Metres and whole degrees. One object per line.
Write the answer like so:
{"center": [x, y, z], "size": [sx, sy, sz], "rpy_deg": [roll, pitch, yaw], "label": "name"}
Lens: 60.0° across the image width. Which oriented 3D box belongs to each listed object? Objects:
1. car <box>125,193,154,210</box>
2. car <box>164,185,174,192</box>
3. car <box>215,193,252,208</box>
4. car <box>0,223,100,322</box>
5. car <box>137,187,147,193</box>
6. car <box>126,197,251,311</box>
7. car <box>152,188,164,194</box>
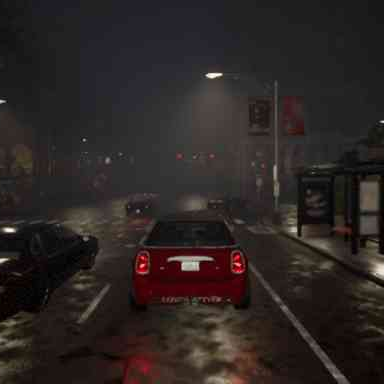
{"center": [-3.878, 1.019, 25.858], "size": [1.895, 1.301, 4.718], "rpy_deg": [0, 1, -1], "label": "car"}
{"center": [-6.695, -0.939, 94.882], "size": [2.150, 2.045, 5.566], "rpy_deg": [0, 1, 15], "label": "car"}
{"center": [3.131, 0.852, 26.790], "size": [2.128, 1.511, 4.902], "rpy_deg": [0, 1, 36], "label": "car"}
{"center": [-3.548, 1.395, 7.193], "size": [2.033, 1.411, 5.357], "rpy_deg": [0, 1, -1], "label": "car"}
{"center": [-11.973, -0.438, 80.018], "size": [2.097, 1.767, 4.553], "rpy_deg": [0, 1, -1], "label": "car"}
{"center": [-0.053, 1.174, 7.552], "size": [2.097, 1.767, 4.553], "rpy_deg": [0, 1, -1], "label": "car"}
{"center": [-8.454, -0.306, 78.854], "size": [1.882, 1.535, 5.008], "rpy_deg": [0, 1, -1], "label": "car"}
